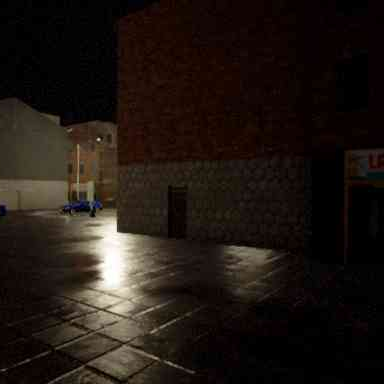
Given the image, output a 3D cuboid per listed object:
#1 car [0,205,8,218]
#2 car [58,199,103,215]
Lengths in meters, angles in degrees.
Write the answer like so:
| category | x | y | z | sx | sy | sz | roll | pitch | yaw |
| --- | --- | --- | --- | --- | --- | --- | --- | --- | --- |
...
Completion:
| category | x | y | z | sx | sy | sz | roll | pitch | yaw |
| --- | --- | --- | --- | --- | --- | --- | --- | --- | --- |
| car | -16.995 | 1.428 | 25.643 | 1.882 | 1.535 | 5.008 | 1 | 0 | 36 |
| car | -11.229 | 1.489 | 33.683 | 1.812 | 1.442 | 4.674 | 1 | 0 | 36 |
